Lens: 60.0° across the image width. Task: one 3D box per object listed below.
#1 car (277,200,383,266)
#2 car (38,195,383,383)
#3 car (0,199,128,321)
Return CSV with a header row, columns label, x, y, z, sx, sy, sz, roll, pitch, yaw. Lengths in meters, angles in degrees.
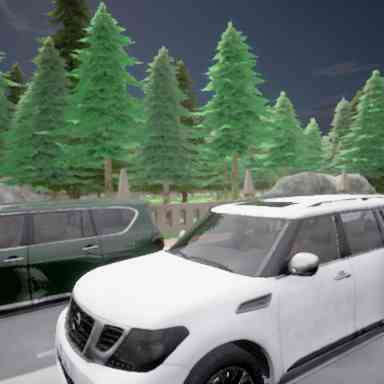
label,x,y,z,sx,sy,sz,roll,pitch,yaw
car,5.388,1.153,10.949,5.008,1.535,1.882,-2,1,-27
car,1.163,1.117,4.530,5.566,2.045,2.150,-2,1,-33
car,-3.118,1.206,5.854,5.566,2.045,2.150,-2,1,-33
